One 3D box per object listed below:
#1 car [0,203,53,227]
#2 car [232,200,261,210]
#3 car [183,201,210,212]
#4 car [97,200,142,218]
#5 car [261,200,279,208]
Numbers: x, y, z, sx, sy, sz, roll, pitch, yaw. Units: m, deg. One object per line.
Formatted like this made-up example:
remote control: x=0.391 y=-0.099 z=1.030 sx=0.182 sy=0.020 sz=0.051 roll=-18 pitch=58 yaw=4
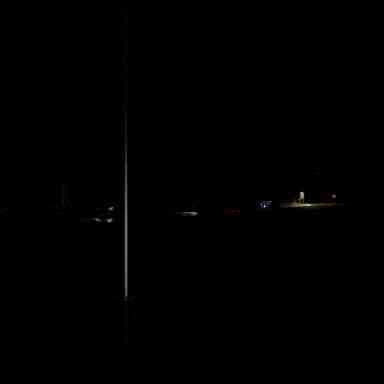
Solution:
car: x=-12.898 y=1.634 z=24.742 sx=1.882 sy=1.535 sz=5.008 roll=-1 pitch=-1 yaw=35
car: x=7.792 y=1.914 z=49.400 sx=2.128 sy=1.511 sz=4.902 roll=-1 pitch=-1 yaw=35
car: x=0.718 y=1.903 z=44.286 sx=1.812 sy=1.442 sz=4.674 roll=-1 pitch=-1 yaw=35
car: x=-7.157 y=1.604 z=32.993 sx=2.097 sy=1.767 sz=4.553 roll=-1 pitch=-1 yaw=35
car: x=13.485 y=2.113 z=57.666 sx=1.895 sy=1.301 sz=4.718 roll=-1 pitch=-1 yaw=35
